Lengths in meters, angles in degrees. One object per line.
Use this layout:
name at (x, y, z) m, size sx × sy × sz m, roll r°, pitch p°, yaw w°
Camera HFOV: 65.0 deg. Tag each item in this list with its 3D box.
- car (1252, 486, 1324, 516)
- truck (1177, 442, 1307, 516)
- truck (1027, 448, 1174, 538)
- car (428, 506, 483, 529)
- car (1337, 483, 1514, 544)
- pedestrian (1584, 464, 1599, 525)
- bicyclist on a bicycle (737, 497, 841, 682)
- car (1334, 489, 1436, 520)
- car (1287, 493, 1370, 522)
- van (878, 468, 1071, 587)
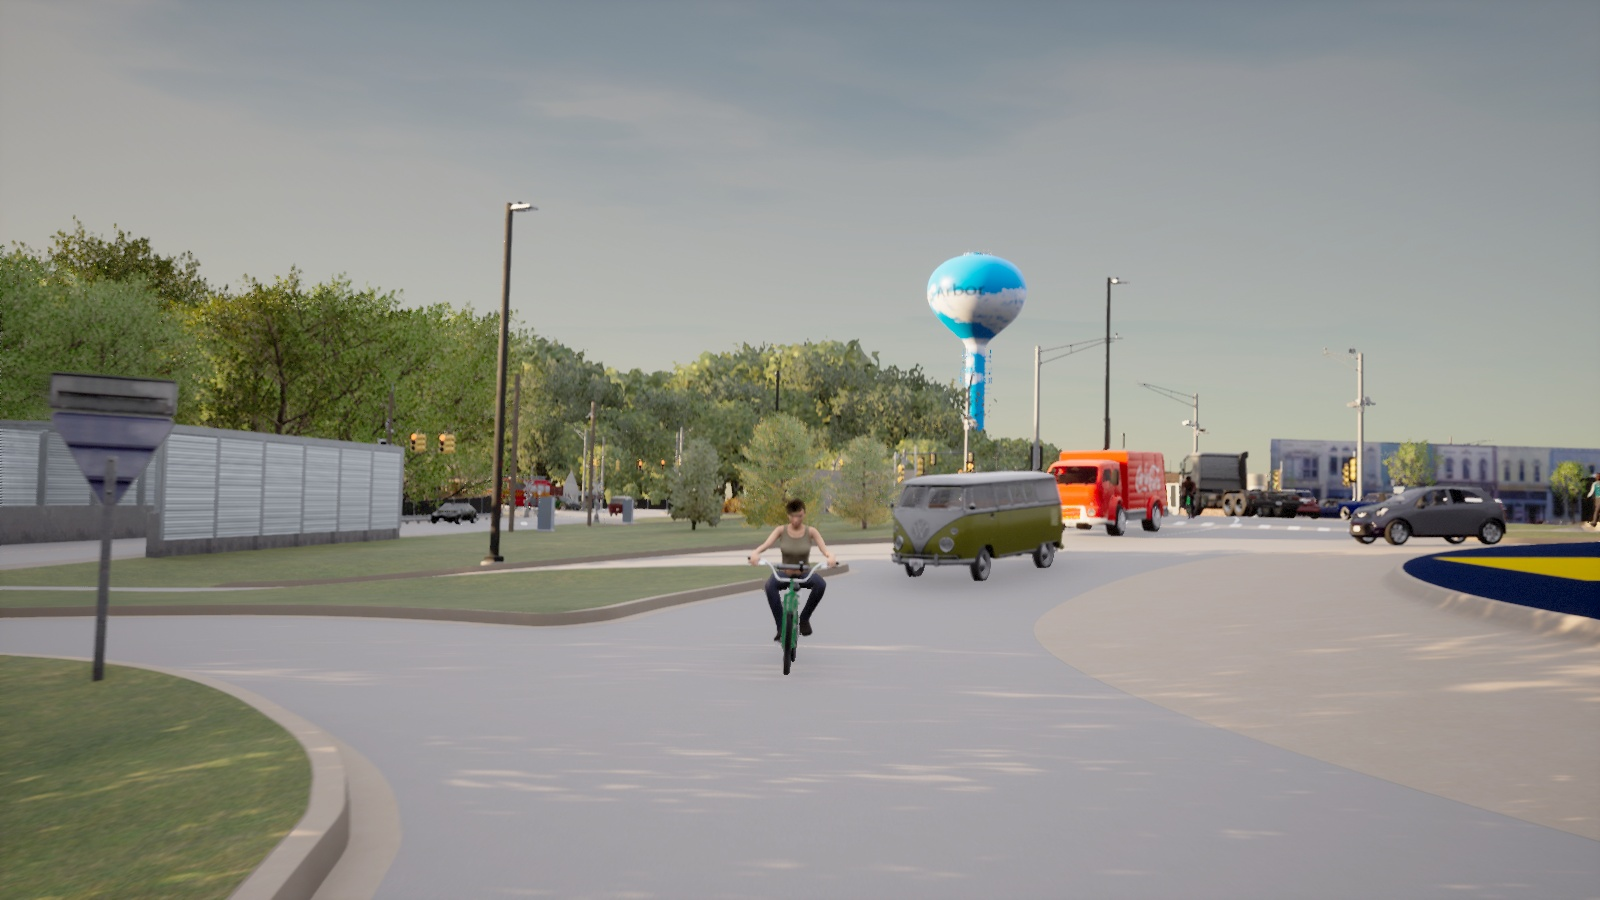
car at (25.263, 2.654, 65.133) m, size 1.970 × 1.475 × 3.806 m, roll 2°, pitch -3°, yaw -6°
truck at (22.275, 1.571, 63.774) m, size 2.891 × 3.462 × 7.936 m, roll 2°, pitch -3°, yaw -8°
truck at (9.066, 1.222, 37.582) m, size 2.627 × 2.467 × 5.204 m, roll -1°, pitch -1°, yaw 33°
car at (-23.972, 4.660, 87.550) m, size 2.163 × 1.488 × 4.792 m, roll 1°, pitch -2°, yaw 5°
car at (16.135, 1.643, 32.498) m, size 3.633 × 1.501 × 1.845 m, roll 0°, pitch -3°, yaw -6°
pedestrian at (25.624, 1.430, 40.318) m, size 0.692 × 1.930 × 0.396 m, roll 2°, pitch -4°, yaw -18°
bicyclist on a bicycle at (-0.070, 1.274, 11.972) m, size 0.866 × 1.612 × 1.509 m, roll 2°, pitch -2°, yaw 2°
car at (26.306, 2.449, 56.672) m, size 1.895 × 1.301 × 4.718 m, roll 2°, pitch -2°, yaw -8°
car at (34.611, 3.791, 82.335) m, size 4.553 × 1.767 × 2.097 m, roll 1°, pitch -4°, yaw 2°
van at (3.557, 1.441, 24.888) m, size 1.775 × 1.987 × 4.442 m, roll -1°, pitch 0°, yaw 38°
